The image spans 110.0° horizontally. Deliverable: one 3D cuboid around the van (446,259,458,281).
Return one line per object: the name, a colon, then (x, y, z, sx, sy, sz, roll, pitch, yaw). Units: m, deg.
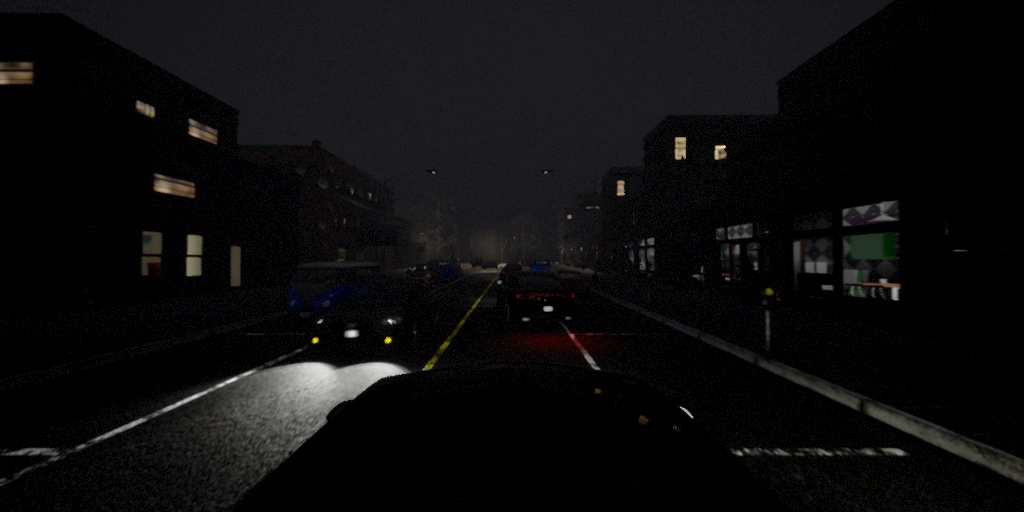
van: (-5.687, 1.095, 28.577, 1.690, 1.789, 3.998, 0, 0, 0)

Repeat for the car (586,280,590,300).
car: (2.692, 1.335, 17.502, 1.802, 1.307, 4.207, 0, 0, 0)

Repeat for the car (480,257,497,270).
car: (-2.996, 1.222, 50.937, 1.994, 1.385, 4.181, 0, 0, 0)

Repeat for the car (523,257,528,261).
car: (2.696, 1.188, 56.305, 1.967, 1.591, 4.097, 0, 0, 0)

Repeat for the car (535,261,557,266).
car: (2.693, 1.279, 23.216, 1.751, 1.417, 4.829, 0, 0, 0)

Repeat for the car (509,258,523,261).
car: (0.104, 1.298, 49.449, 2.033, 1.411, 5.357, 0, 0, 0)

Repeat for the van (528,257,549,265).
van: (2.694, 1.095, 34.133, 1.690, 1.789, 3.998, 0, 0, 0)

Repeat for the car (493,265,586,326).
car: (0.607, 1.230, 11.861, 1.882, 1.535, 5.008, 0, 0, -8)

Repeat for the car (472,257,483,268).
car: (-5.684, 1.060, 61.837, 2.192, 1.841, 5.009, 0, 0, 0)

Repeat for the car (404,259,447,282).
car: (-5.688, 1.194, 23.034, 1.967, 1.591, 4.097, 0, 0, 0)

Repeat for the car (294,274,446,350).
car: (-3.098, 1.316, 8.912, 1.994, 1.385, 4.181, 0, 0, 0)

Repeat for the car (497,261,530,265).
car: (0.093, 1.318, 27.865, 1.994, 1.385, 4.181, 0, 0, 0)

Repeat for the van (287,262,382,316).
van: (-5.689, 1.093, 11.948, 1.690, 1.789, 3.998, 0, 0, 0)

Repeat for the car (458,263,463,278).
car: (-5.687, 1.305, 34.120, 2.007, 1.370, 4.403, 0, 0, 0)
